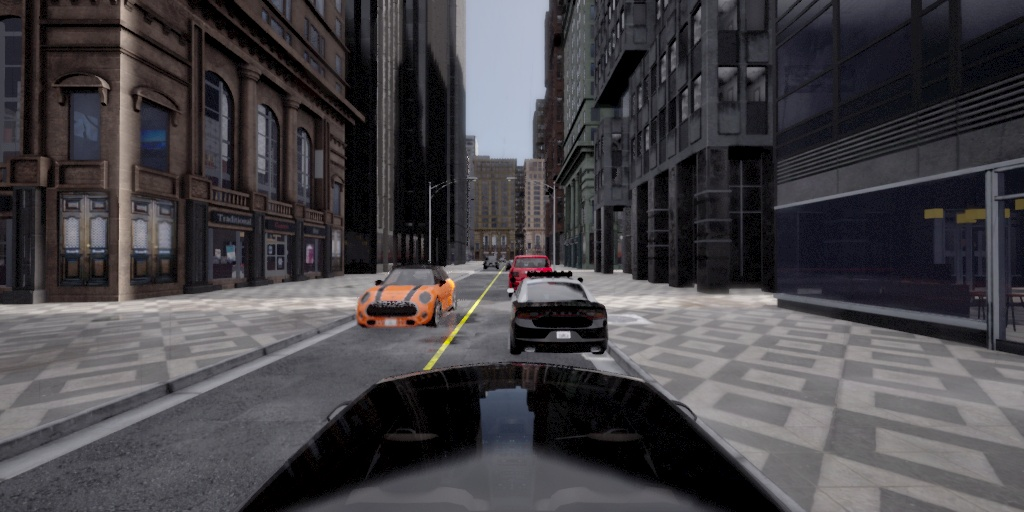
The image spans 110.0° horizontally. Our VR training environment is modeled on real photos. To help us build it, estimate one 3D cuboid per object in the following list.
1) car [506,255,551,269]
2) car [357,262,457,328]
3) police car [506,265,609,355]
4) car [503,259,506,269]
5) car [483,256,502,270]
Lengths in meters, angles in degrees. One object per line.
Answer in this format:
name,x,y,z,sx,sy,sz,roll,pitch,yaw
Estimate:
car,0.915,0.985,18.778,2.150,2.045,5.566,0,0,0
car,-3.094,1.106,11.387,2.097,1.767,4.553,0,0,0
police car,0.905,1.178,8.856,1.930,1.638,5.238,0,0,0
car,0.092,1.412,48.560,1.895,1.301,4.718,0,0,1
car,-3.048,1.045,53.378,2.150,2.045,5.566,0,0,0
